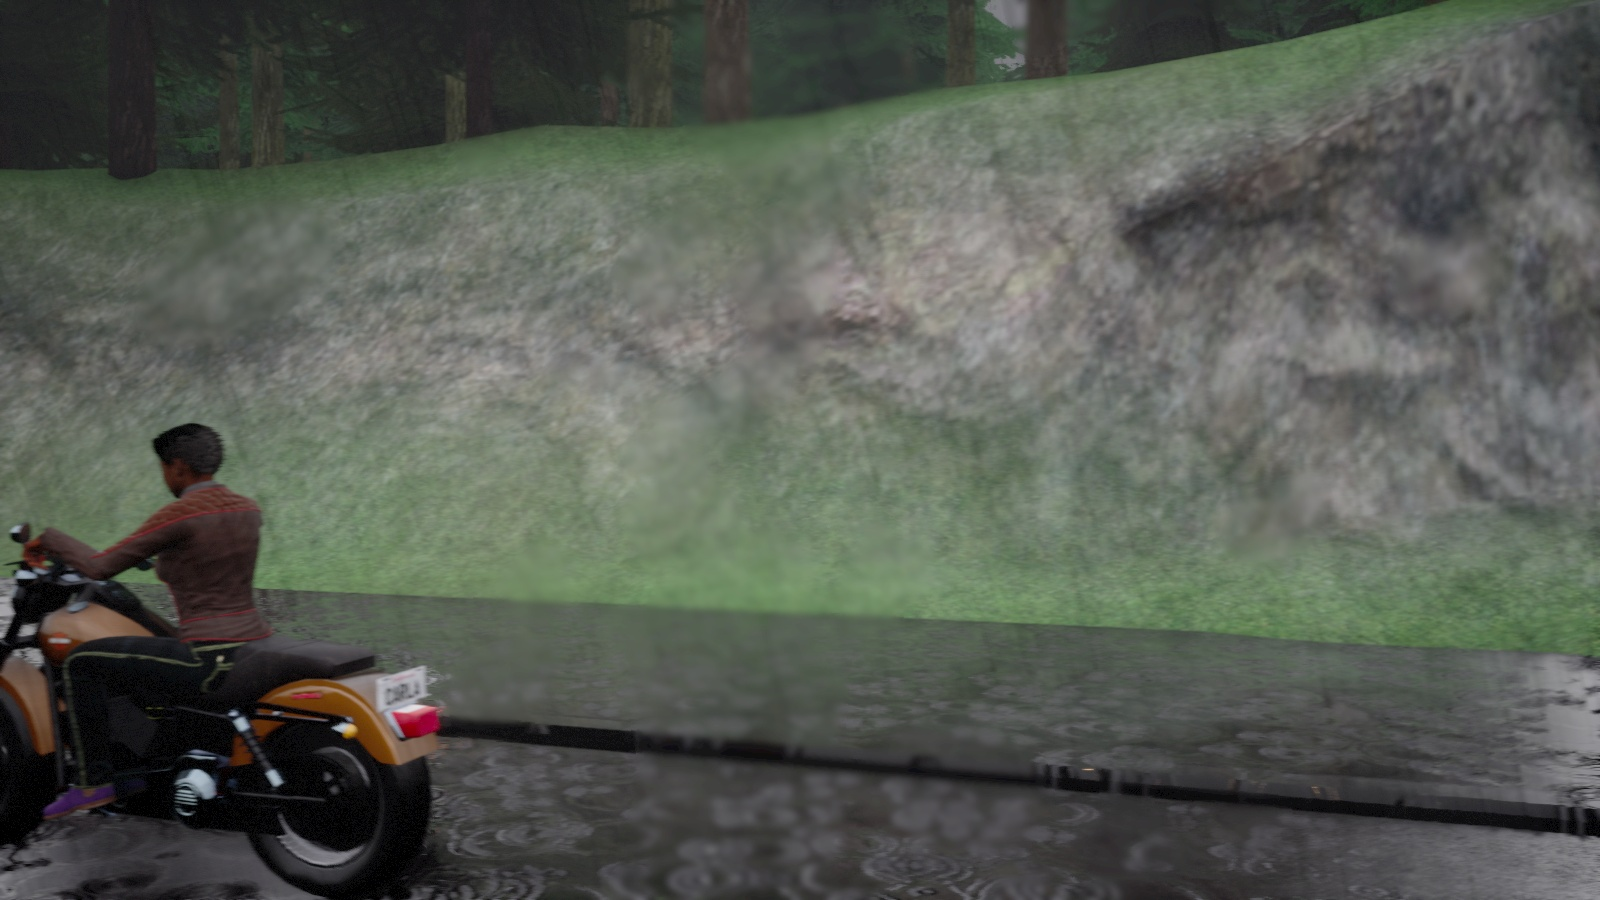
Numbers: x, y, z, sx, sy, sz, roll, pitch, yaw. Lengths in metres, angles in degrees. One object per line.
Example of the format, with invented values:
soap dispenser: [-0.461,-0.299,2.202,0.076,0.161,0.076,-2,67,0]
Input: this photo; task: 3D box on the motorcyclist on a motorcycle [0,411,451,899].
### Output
motorcyclist on a motorcycle: [-2.505,0.694,4.564,2.350,1.649,0.766,0,1,19]
